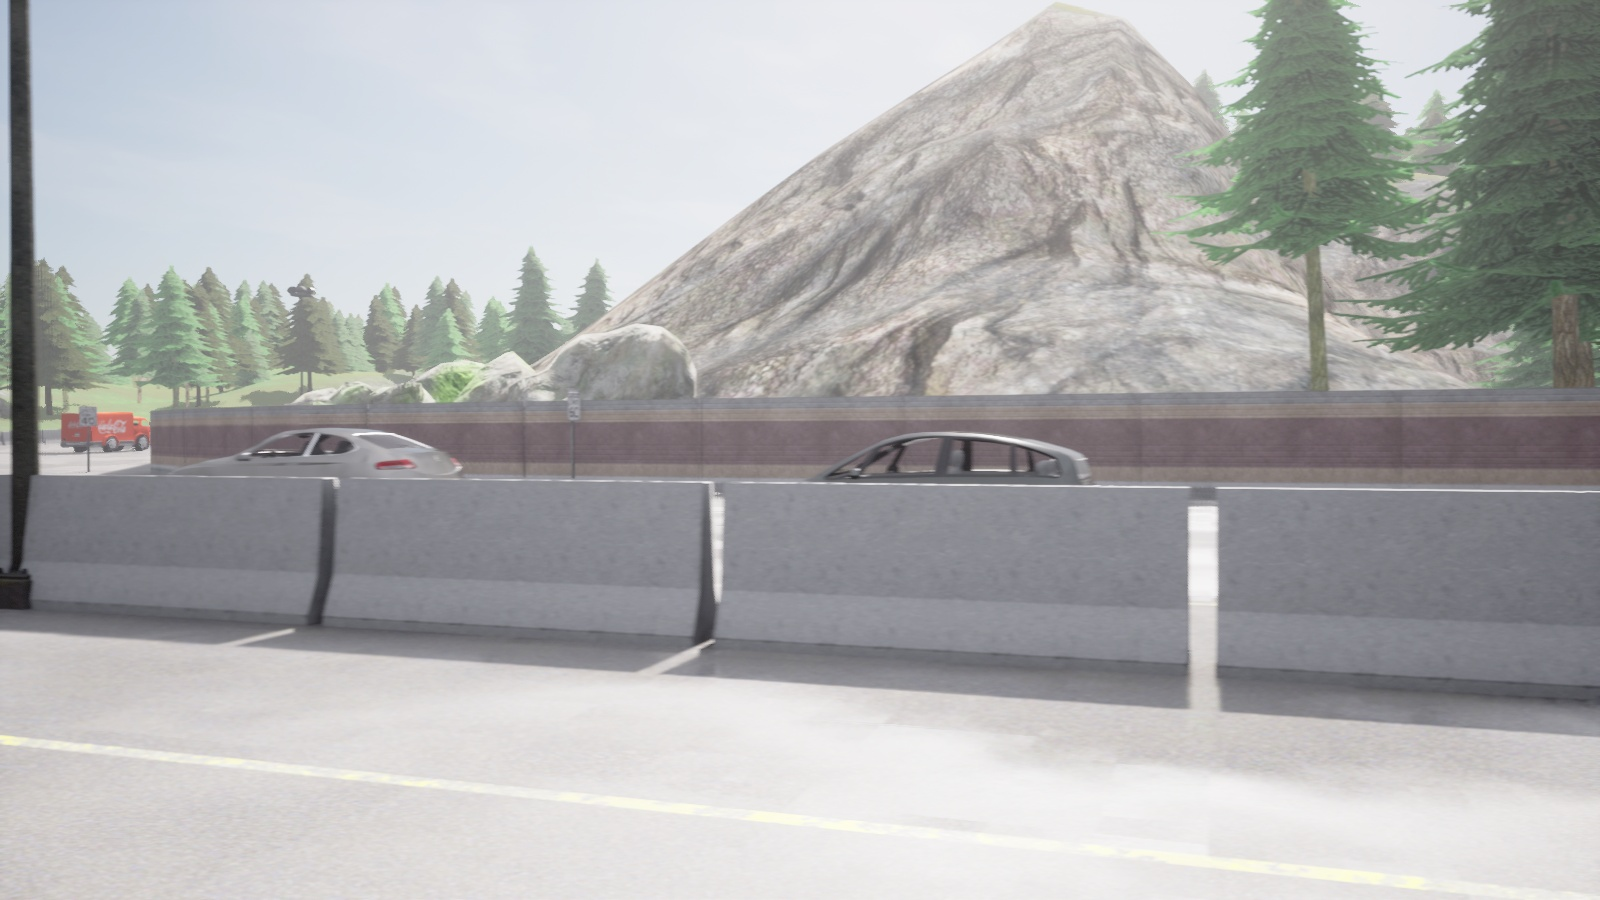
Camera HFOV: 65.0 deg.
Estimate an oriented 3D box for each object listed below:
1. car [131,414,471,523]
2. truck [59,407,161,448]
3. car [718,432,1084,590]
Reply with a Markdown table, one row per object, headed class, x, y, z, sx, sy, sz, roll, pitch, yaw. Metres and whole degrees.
| class | x | y | z | sx | sy | sz | roll | pitch | yaw |
| --- | --- | --- | --- | --- | --- | --- | --- | --- | --- |
| car | -8.206 | 0.242 | 20.731 | 5.027 | 1.651 | 2.152 | 1 | 1 | 19 |
| truck | -42.453 | -1.415 | 77.437 | 2.627 | 2.467 | 5.204 | 0 | 2 | 15 |
| car | 1.154 | 0.586 | 13.884 | 3.705 | 1.549 | 1.789 | 1 | 1 | 19 |
